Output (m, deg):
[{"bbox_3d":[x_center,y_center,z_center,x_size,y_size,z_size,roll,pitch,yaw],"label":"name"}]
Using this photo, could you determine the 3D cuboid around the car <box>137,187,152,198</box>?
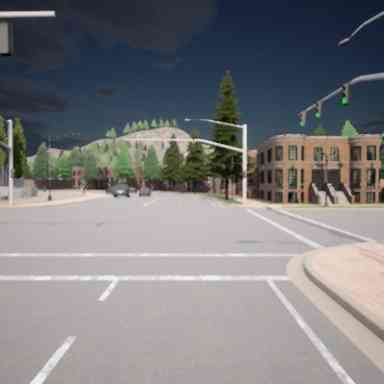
[{"bbox_3d":[-7.343,0.071,52.208,1.837,1.490,4.892,0,1,-9],"label":"car"}]

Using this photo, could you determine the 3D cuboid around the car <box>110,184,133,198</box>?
[{"bbox_3d":[-10.576,-0.160,50.355,2.150,2.045,5.566,0,1,-7],"label":"car"}]

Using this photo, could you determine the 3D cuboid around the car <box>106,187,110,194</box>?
[{"bbox_3d":[-15.626,-0.271,66.093,2.033,1.411,5.357,-1,2,-32],"label":"car"}]

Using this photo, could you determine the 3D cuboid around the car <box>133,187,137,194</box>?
[{"bbox_3d":[-12.486,-0.377,67.507,1.882,1.535,5.008,-1,2,-28],"label":"car"}]
